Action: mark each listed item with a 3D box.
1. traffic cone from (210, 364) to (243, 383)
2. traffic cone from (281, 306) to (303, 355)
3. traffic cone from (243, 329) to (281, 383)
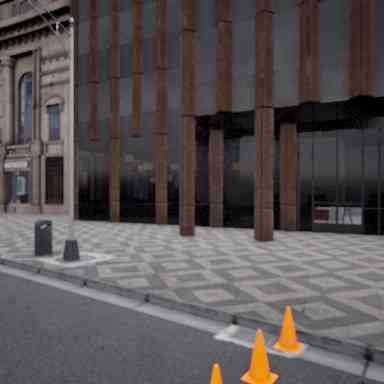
[{"bbox_3d":[0.232,1.954,3.192,0.340,0.580,0.340,0,0,36],"label":"traffic cone"},{"bbox_3d":[1.393,1.954,4.820,0.340,0.580,0.340,0,0,36],"label":"traffic cone"},{"bbox_3d":[0.812,1.954,4.006,0.340,0.580,0.340,0,0,36],"label":"traffic cone"}]
